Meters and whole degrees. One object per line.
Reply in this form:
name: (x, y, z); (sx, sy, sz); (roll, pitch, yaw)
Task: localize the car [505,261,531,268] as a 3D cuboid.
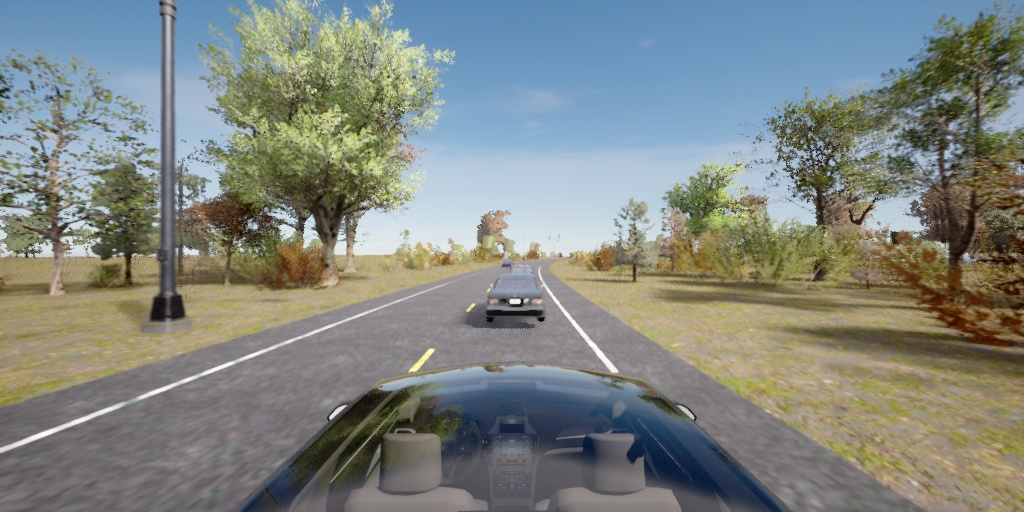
car: (0.746, 1.347, 28.885); (1.895, 1.301, 4.718); (0, 0, 3)

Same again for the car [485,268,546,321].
car: (0.160, 1.297, 12.365); (2.033, 1.411, 5.357); (0, 0, 2)

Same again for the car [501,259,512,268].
car: (-0.607, 1.270, 60.100); (2.033, 1.411, 5.357); (0, 0, 6)
